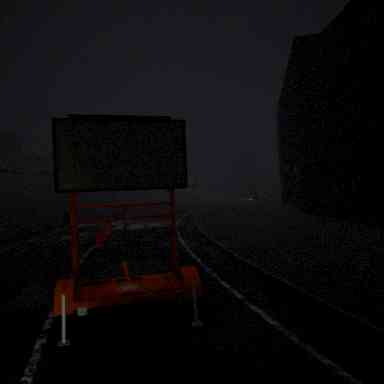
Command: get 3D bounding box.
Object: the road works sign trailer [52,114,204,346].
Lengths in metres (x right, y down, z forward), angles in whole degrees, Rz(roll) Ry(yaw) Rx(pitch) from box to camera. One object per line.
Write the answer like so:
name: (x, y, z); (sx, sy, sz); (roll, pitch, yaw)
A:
road works sign trailer: (-1.293, 0.367, 6.369); (2.380, 3.560, 2.880); (-2, 1, -14)

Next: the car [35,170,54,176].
car: (-23.452, -2.687, 53.255); (2.002, 1.452, 4.674); (-5, -3, 29)

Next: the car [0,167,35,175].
car: (-26.186, -2.795, 48.427); (2.231, 1.521, 4.892); (-5, -3, 30)

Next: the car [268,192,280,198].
car: (19.790, 0.715, 80.416); (1.837, 1.490, 4.892); (-5, -2, 32)
